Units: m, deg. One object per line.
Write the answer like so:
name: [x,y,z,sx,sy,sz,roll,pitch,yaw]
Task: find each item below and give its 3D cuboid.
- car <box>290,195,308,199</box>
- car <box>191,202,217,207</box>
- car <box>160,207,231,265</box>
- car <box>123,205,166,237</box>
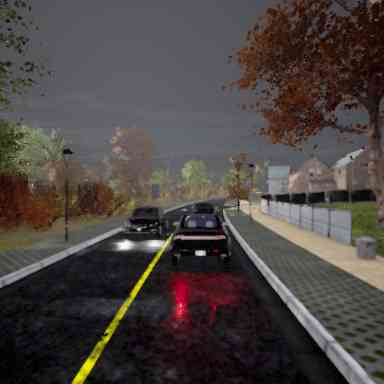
car: [14.182,0.839,44.877,5.357,1.411,2.033,-3,0,10]
car: [0.940,1.526,26.097,1.837,1.490,4.892,0,0,3]
car: [0.309,1.513,11.796,2.128,1.511,4.902,0,0,2]
car: [-2.407,1.527,18.223,1.837,1.490,4.892,0,0,2]
